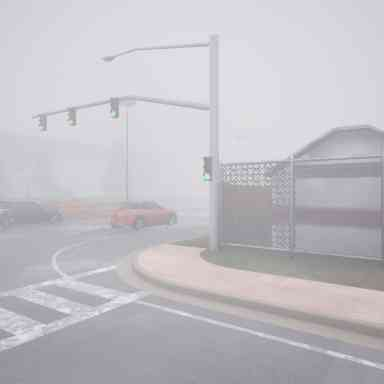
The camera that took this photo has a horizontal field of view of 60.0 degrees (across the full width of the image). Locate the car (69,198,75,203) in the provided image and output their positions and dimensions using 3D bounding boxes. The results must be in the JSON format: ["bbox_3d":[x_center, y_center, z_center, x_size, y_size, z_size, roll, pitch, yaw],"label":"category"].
[{"bbox_3d":[-14.946,1.564,34.849,1.994,1.385,4.181,0,0,34],"label":"car"}]

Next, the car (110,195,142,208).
[{"bbox_3d":[-9.682,1.352,49.006,2.097,1.767,4.553,0,0,34],"label":"car"}]

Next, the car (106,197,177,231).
[{"bbox_3d":[-2.922,1.351,20.984,2.097,1.767,4.553,0,0,34],"label":"car"}]

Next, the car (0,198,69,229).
[{"bbox_3d":[-10.831,1.351,21.747,2.097,1.767,4.553,0,0,34],"label":"car"}]

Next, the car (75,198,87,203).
[{"bbox_3d":[-15.129,1.505,40.870,1.837,1.490,4.892,0,0,34],"label":"car"}]

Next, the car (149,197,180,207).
[{"bbox_3d":[-4.119,1.492,51.025,2.128,1.511,4.902,0,0,34],"label":"car"}]
